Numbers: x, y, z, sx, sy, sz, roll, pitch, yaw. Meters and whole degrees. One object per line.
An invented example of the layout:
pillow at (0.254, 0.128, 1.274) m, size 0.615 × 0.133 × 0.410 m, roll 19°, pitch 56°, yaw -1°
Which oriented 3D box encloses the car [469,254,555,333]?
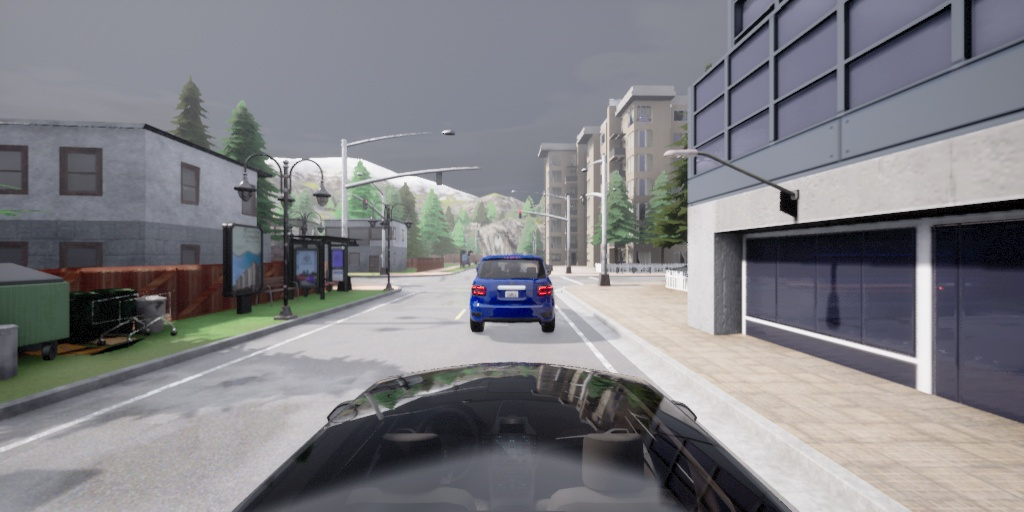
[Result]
car at (0.051, 0.970, 10.904) m, size 2.150 × 2.045 × 5.566 m, roll 0°, pitch 0°, yaw 1°

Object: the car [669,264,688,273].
car at (16.501, 1.266, 31.822) m, size 4.892 × 1.490 × 1.837 m, roll 0°, pitch 0°, yaw -2°

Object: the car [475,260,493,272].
car at (-3.598, 1.291, 47.243) m, size 2.033 × 1.411 × 5.357 m, roll 0°, pitch 0°, yaw 0°

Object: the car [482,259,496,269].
car at (-3.592, 1.220, 57.164) m, size 1.882 × 1.535 × 5.008 m, roll 0°, pitch 0°, yaw 0°
